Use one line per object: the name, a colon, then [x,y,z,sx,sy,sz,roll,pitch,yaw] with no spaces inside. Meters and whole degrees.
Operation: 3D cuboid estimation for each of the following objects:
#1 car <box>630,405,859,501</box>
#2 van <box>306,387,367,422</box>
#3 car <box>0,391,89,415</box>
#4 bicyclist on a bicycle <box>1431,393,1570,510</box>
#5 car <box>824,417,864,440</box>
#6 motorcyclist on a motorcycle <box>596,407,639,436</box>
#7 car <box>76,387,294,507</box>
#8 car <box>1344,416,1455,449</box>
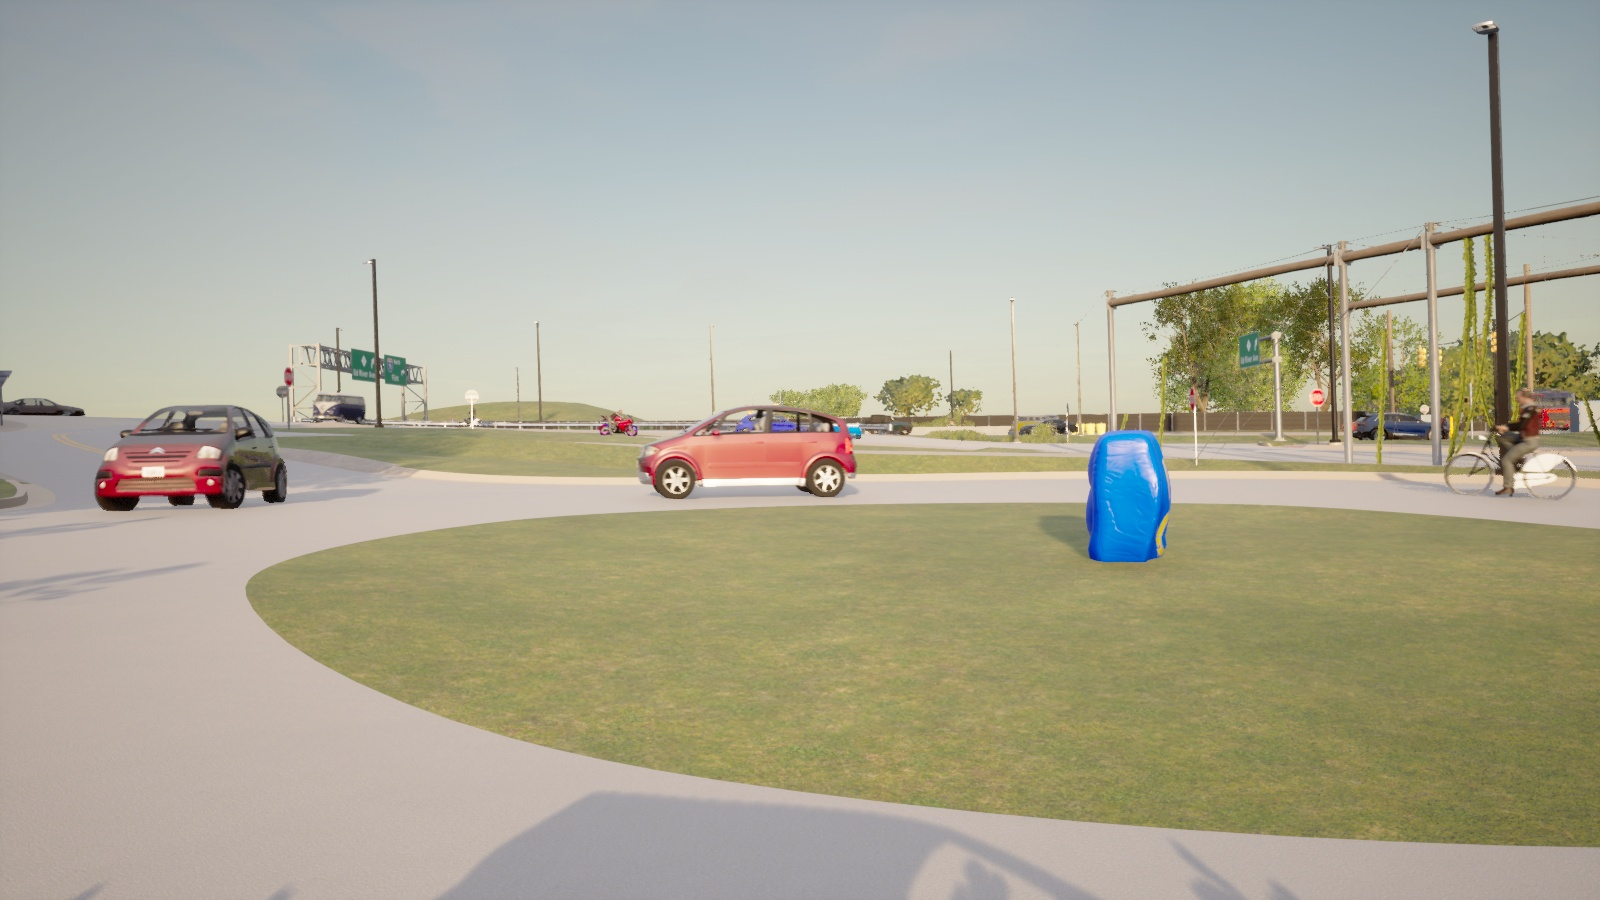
car: [-0.997,0.020,21.478,3.705,1.549,1.789,0,1,-10]
van: [-29.398,-2.843,79.856,1.775,1.987,4.442,3,0,6]
car: [-50.454,-3.115,83.457,5.357,1.411,2.033,1,0,-25]
bicyclist on a bicycle: [11.257,-0.010,20.215,1.843,1.776,0.659,3,5,33]
car: [2.688,-1.320,76.788,1.481,1.376,2.207,-2,3,-31]
motorcyclist on a motorcycle: [-10.216,-1.582,70.435,2.191,1.530,0.866,2,0,4]
car: [-9.234,-0.026,19.232,1.851,1.617,3.988,-1,-1,-8]
car: [31.616,-0.920,66.341,4.856,1.649,2.033,0,0,3]
